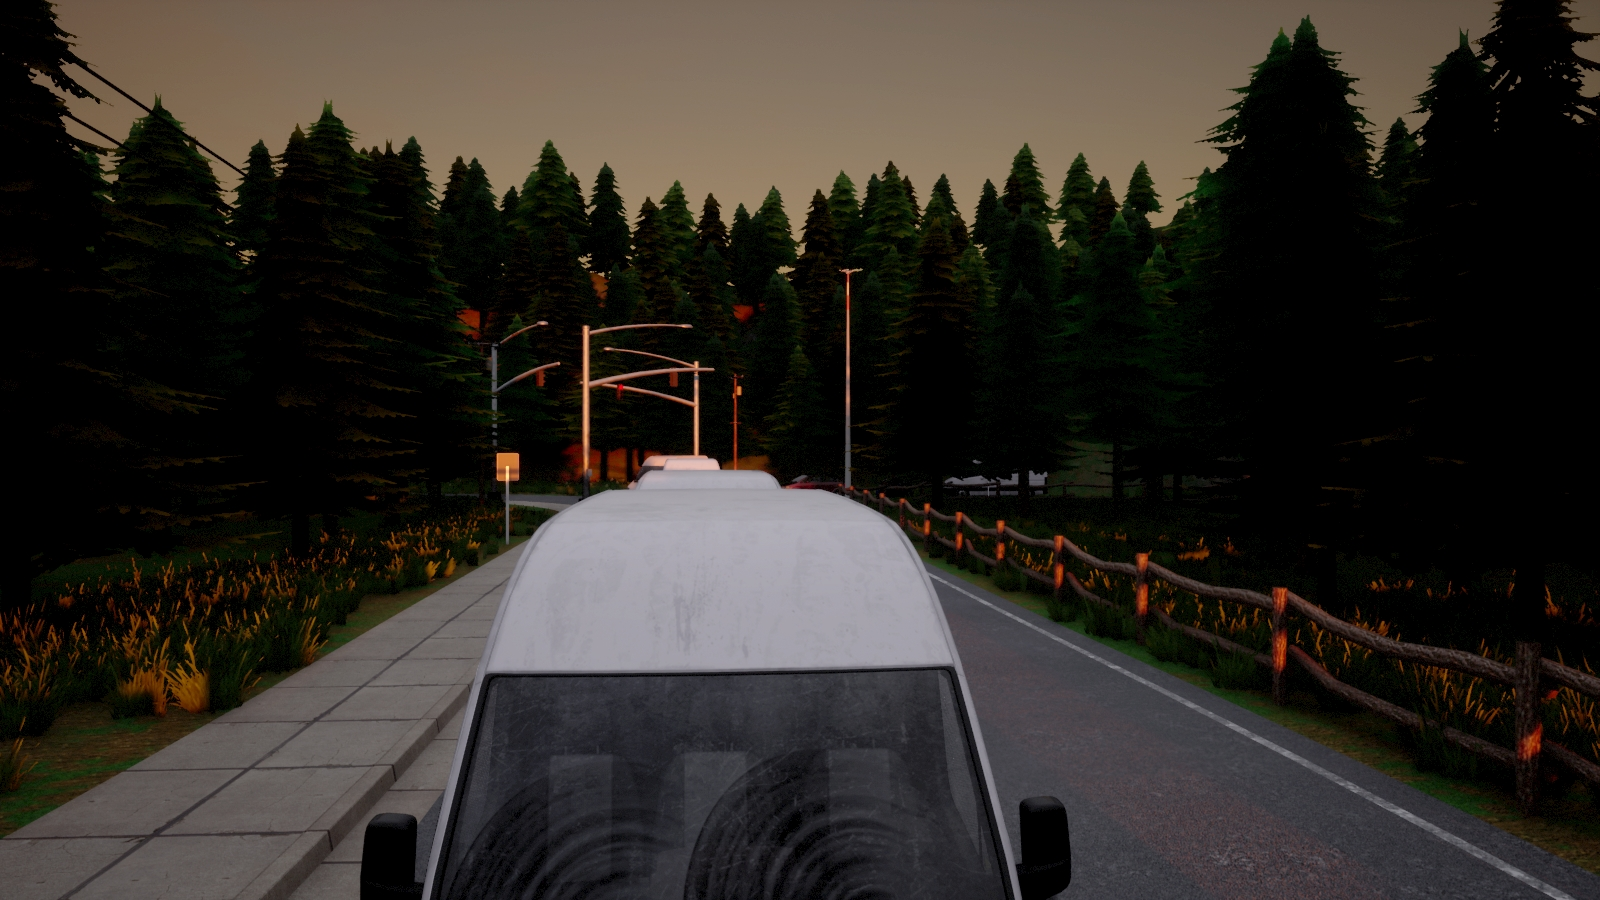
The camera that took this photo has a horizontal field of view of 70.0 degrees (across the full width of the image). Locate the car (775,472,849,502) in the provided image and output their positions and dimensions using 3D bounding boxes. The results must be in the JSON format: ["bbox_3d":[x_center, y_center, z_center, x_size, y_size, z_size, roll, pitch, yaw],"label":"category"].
[{"bbox_3d":[0.658,2.026,63.067,3.705,1.549,1.789,0,0,-20],"label":"car"}]

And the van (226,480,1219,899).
[{"bbox_3d":[-0.363,1.499,5.240,1.988,2.561,5.915,0,0,-5],"label":"van"}]

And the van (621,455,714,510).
[{"bbox_3d":[-6.400,1.515,56.036,1.988,2.561,5.915,0,0,22],"label":"van"}]
